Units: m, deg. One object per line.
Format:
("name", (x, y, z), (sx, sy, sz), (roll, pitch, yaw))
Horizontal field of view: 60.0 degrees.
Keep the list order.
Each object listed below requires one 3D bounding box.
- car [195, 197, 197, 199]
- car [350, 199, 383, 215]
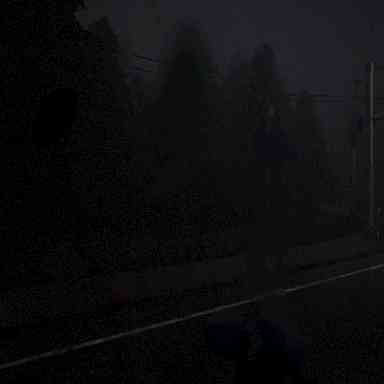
("car", (-0.165, 1.601, 65.211), (4.718, 1.301, 1.895), (0, 0, 27))
("car", (17.936, 1.505, 33.493), (1.837, 1.490, 4.892), (0, 0, -5))
